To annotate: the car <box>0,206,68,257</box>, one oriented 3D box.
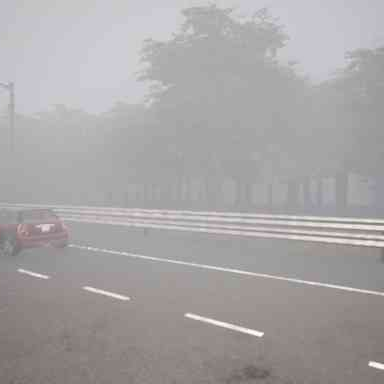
[{"bbox_3d":[-6.966,1.348,13.148,4.553,1.767,2.097,0,0,36],"label":"car"}]
